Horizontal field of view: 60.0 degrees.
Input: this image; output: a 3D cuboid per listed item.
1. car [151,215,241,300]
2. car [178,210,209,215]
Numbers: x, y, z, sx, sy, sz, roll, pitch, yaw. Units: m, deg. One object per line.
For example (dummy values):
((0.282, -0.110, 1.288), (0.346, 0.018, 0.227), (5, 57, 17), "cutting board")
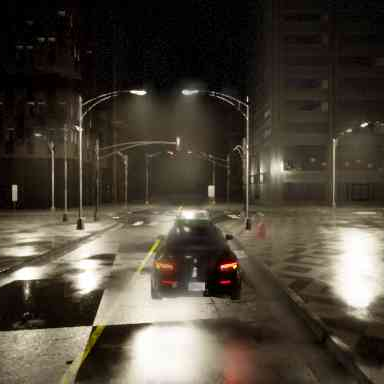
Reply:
((0.083, 1.523, 8.236), (1.812, 1.442, 4.674), (0, 0, 0), "car")
((0.071, 1.593, 17.260), (1.895, 1.301, 4.718), (0, 0, 0), "car")
